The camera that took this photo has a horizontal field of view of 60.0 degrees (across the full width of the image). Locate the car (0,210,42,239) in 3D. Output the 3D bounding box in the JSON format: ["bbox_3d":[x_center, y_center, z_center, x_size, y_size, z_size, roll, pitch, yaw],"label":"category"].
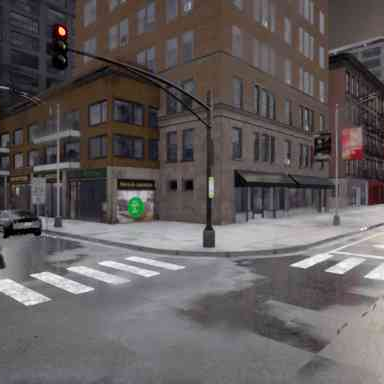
[{"bbox_3d":[-9.326,1.577,17.252,4.313,1.339,1.947,0,0,43],"label":"car"}]
